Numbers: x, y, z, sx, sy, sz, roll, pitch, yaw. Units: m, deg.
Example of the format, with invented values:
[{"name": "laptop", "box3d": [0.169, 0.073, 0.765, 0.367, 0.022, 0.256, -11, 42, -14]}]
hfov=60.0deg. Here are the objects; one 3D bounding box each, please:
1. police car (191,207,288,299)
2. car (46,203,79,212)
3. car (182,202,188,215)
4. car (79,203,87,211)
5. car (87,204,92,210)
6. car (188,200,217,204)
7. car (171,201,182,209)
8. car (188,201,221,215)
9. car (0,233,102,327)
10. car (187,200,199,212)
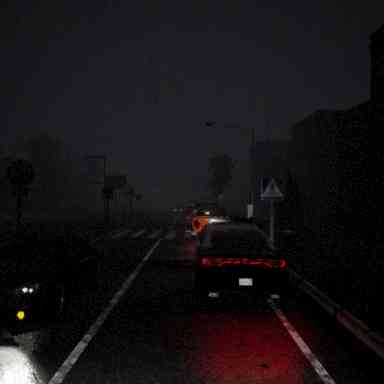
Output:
[{"name": "police car", "box3d": [1.002, 1.454, 8.742, 1.930, 1.638, 5.238, 1, 0, 0]}, {"name": "car", "box3d": [-21.821, 2.594, 55.256, 4.674, 1.452, 2.002, 0, -1, 0]}, {"name": "car", "box3d": [0.112, 2.378, 46.174, 2.128, 1.511, 4.902, 0, -1, 0]}, {"name": "car", "box3d": [-21.805, 2.636, 58.532, 4.892, 1.521, 2.231, 0, -1, 0]}, {"name": "car", "box3d": [-21.803, 2.715, 61.805, 5.008, 1.535, 2.097, 0, -1, 0]}, {"name": "car", "box3d": [1.010, 1.582, 24.690, 2.150, 2.045, 5.566, 0, -1, 0]}, {"name": "car", "box3d": [-3.051, 3.134, 74.998, 2.033, 1.411, 5.357, 0, -1, 0]}, {"name": "car", "box3d": [0.995, 1.563, 18.624, 2.097, 1.767, 4.553, 0, -1, 0]}, {"name": "car", "box3d": [-3.344, 1.596, 7.098, 1.994, 1.385, 4.181, 0, -1, 0]}, {"name": "car", "box3d": [0.150, 2.450, 60.244, 2.150, 2.045, 5.566, 0, -1, 0]}]
